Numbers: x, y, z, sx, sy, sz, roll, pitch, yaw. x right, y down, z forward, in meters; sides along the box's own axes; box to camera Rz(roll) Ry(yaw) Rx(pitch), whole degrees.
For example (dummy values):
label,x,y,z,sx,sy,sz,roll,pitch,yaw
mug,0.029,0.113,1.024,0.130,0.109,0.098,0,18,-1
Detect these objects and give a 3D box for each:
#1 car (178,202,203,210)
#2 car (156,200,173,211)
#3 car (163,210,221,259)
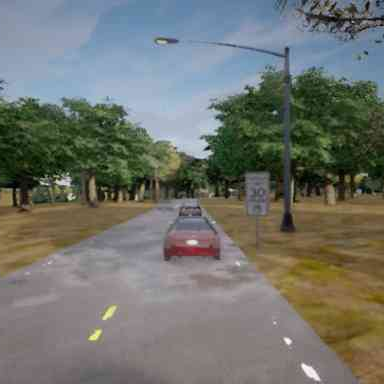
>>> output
label,x,y,z,sx,sy,sz,roll,pitch,yaw
car,-0.120,1.580,28.277,2.128,1.511,4.902,0,0,0
car,-3.402,1.739,41.968,1.895,1.301,4.718,0,0,0
car,-0.004,1.598,12.701,1.994,1.385,4.181,0,0,0
